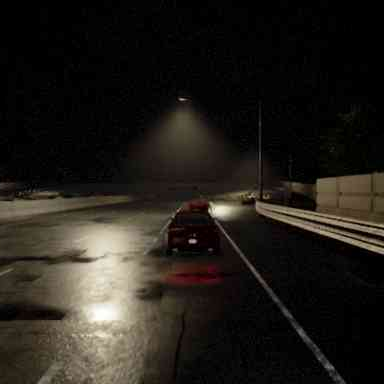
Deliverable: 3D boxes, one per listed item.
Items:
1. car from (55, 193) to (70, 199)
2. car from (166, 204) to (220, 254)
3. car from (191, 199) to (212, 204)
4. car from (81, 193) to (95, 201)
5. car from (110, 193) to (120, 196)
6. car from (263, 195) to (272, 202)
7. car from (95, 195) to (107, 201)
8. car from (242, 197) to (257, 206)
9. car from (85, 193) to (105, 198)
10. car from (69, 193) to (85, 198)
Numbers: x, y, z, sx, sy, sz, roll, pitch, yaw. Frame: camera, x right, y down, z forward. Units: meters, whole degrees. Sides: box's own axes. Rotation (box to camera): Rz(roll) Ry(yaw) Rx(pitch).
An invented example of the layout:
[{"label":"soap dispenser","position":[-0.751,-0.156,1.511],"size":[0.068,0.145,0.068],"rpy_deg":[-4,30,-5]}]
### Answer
[{"label":"car","position":[-27.770,1.224,72.251],"size":[2.150,2.045,5.566],"rpy_deg":[0,0,0]},{"label":"car","position":[0.029,1.474,13.438],"size":[1.882,1.535,5.008],"rpy_deg":[0,0,0]},{"label":"car","position":[0.875,1.466,32.638],"size":[1.882,1.535,5.008],"rpy_deg":[-1,0,9]},{"label":"car","position":[-27.714,1.271,88.907],"size":[2.150,2.045,5.566],"rpy_deg":[0,0,0]},{"label":"car","position":[-20.714,1.272,88.883],"size":[2.150,2.045,5.566],"rpy_deg":[0,0,0]},{"label":"car","position":[16.748,1.364,74.707],"size":[1.882,1.535,5.008],"rpy_deg":[0,2,18]},{"label":"car","position":[-24.214,1.571,88.924],"size":[1.812,1.442,4.674],"rpy_deg":[0,0,0]},{"label":"car","position":[10.018,1.581,57.275],"size":[2.128,1.511,4.902],"rpy_deg":[0,0,23]},{"label":"car","position":[-20.770,1.225,72.227],"size":[2.150,2.045,5.566],"rpy_deg":[0,0,0]},{"label":"car","position":[-24.270,1.354,72.299],"size":[2.097,1.767,4.553],"rpy_deg":[0,0,0]}]
